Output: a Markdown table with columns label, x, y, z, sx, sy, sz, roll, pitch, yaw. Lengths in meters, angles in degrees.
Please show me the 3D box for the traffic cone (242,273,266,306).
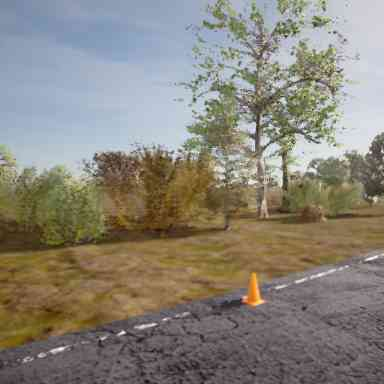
| label | x | y | z | sx | sy | sz | roll | pitch | yaw |
| --- | --- | --- | --- | --- | --- | --- | --- | --- | --- |
| traffic cone | 1.251 | 1.927 | 6.724 | 0.340 | 0.580 | 0.340 | -1 | 0 | -38 |
